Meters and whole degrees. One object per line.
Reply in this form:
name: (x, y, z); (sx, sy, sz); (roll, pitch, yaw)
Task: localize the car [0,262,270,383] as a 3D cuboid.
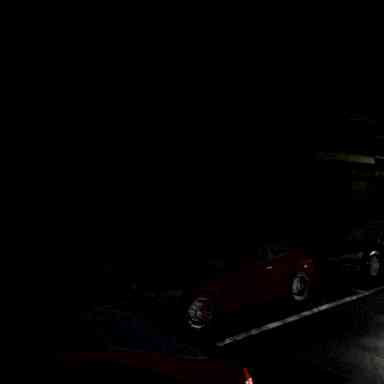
car: (-1.506, 1.564, 1.993); (4.181, 1.385, 1.994); (0, 0, -35)

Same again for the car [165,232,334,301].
car: (0.801, 1.580, 6.758); (4.206, 1.307, 1.802); (0, 0, -35)

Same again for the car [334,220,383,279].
car: (5.288, 1.548, 9.956); (4.403, 1.369, 2.008); (0, 0, -35)
